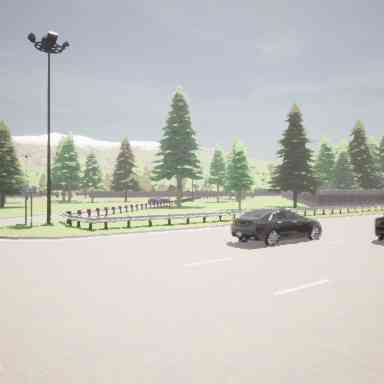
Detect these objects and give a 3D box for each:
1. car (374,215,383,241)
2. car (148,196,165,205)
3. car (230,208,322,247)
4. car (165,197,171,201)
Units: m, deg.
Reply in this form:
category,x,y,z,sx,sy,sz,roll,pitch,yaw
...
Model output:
category,x,y,z,sx,sy,sz,roll,pitch,yaw
car,10.419,1.478,15.454,5.008,1.535,1.882,0,0,-35
car,-6.658,1.526,59.571,1.812,1.442,4.674,0,0,5
car,3.913,1.503,15.118,4.892,1.490,1.837,0,0,-35
car,-5.664,1.601,69.798,1.895,1.301,4.718,0,0,5
